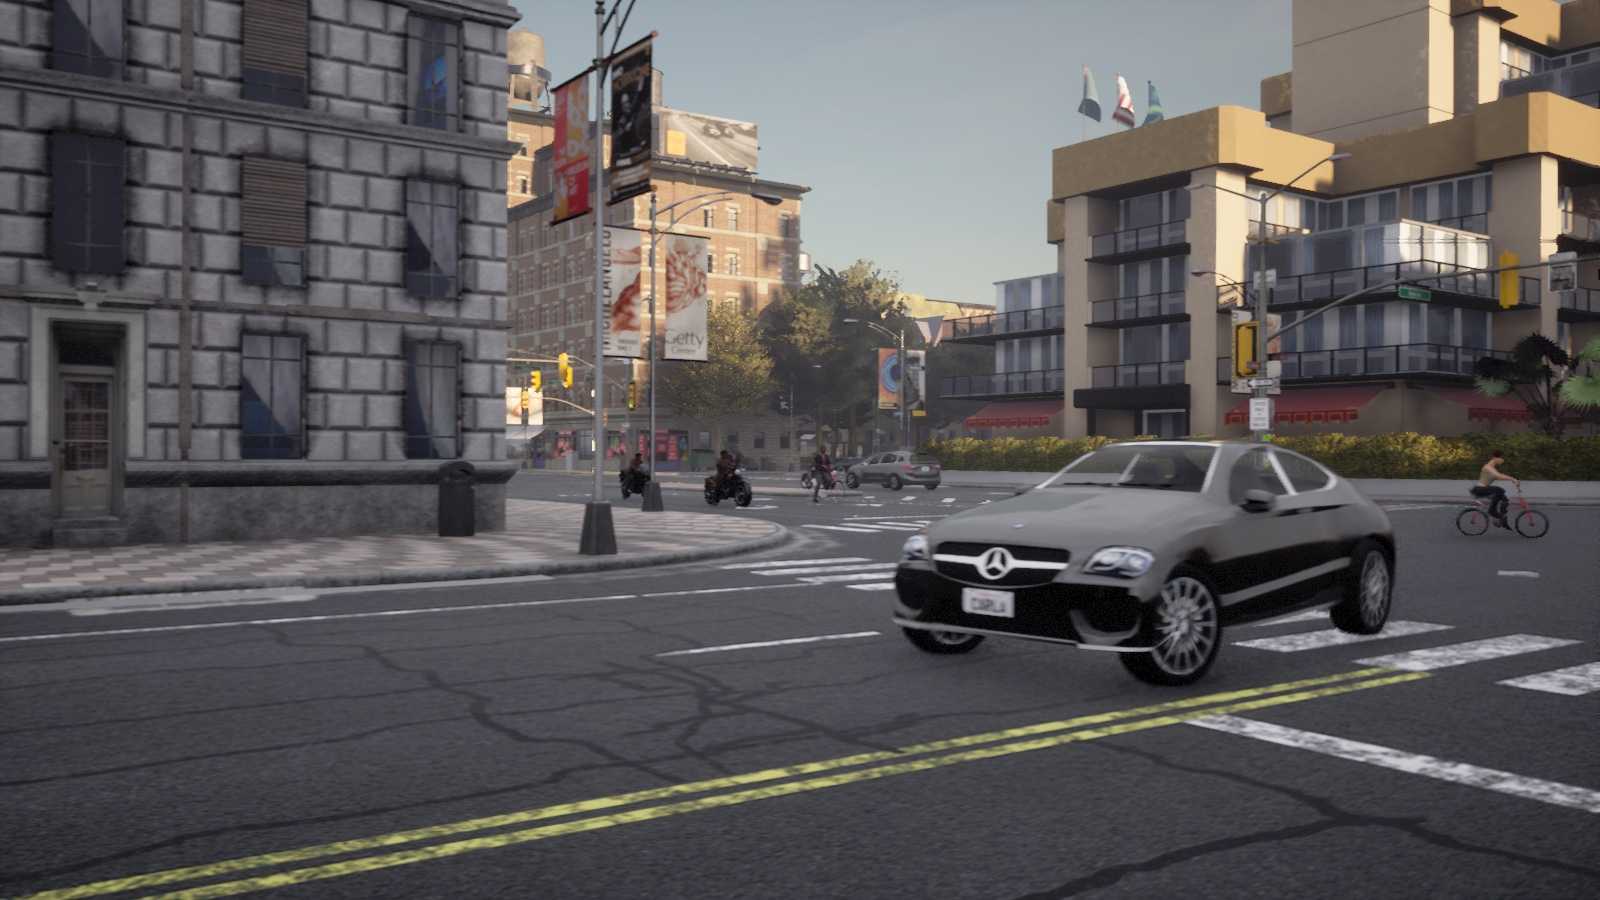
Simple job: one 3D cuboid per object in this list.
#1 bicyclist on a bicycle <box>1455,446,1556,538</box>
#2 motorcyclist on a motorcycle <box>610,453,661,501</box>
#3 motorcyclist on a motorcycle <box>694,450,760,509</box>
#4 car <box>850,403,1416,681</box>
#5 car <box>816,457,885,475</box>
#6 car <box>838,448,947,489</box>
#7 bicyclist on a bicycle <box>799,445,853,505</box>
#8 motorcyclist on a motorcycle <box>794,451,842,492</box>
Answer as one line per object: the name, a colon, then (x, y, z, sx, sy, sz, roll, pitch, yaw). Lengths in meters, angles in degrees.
bicyclist on a bicycle: (12.874, 0.746, 22.908, 1.509, 1.612, 0.866, 0, -1, 36)
motorcyclist on a motorcycle: (-5.347, 0.866, 40.737, 0.797, 1.523, 2.044, 0, 0, -35)
motorcyclist on a motorcycle: (-2.119, 0.817, 36.153, 0.766, 1.649, 2.350, 0, 0, -35)
car: (2.888, 0.554, 10.007, 2.152, 1.651, 5.027, 0, 0, 45)
car: (3.643, 1.142, 90.213, 4.718, 1.301, 1.895, 0, 0, -35)
car: (3.897, 0.764, 53.660, 2.242, 1.667, 4.611, 0, 0, -35)
bicyclist on a bicycle: (0.773, 0.741, 38.126, 0.659, 1.776, 1.843, 0, 0, -35)
motorcyclist on a motorcycle: (0.729, 0.867, 52.082, 0.766, 1.649, 2.350, 0, 0, -35)
